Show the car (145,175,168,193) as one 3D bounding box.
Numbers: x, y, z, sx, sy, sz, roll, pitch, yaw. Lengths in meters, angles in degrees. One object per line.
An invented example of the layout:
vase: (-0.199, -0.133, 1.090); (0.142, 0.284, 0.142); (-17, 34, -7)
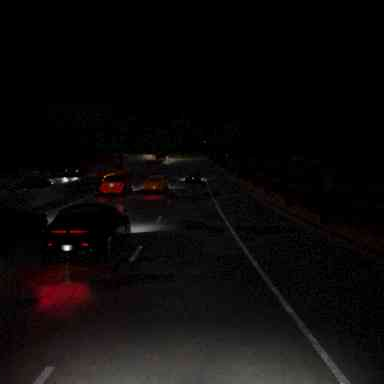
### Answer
car: (-3.391, -0.873, 32.273); (1.882, 1.535, 5.008); (0, 7, 0)

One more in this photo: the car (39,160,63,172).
car: (-20.908, -3.728, 49.931); (2.150, 2.045, 5.566); (0, 7, 0)

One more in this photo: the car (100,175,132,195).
car: (-6.895, -0.794, 30.651); (2.097, 1.767, 4.553); (0, 7, 0)

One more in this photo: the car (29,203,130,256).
car: (-3.399, 1.129, 11.449); (1.837, 1.490, 4.892); (0, 3, 0)

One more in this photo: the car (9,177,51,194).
car: (-14.088, -0.464, 29.126); (2.128, 1.511, 4.902); (0, 7, 0)

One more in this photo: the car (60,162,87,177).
car: (-17.410, -3.249, 49.898); (2.097, 1.767, 4.553); (0, 7, 0)

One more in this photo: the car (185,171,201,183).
car: (0.145, -1.899, 40.992); (1.994, 1.385, 4.181); (0, 7, 0)

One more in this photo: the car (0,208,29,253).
car: (-6.899, 1.209, 11.717); (1.895, 1.301, 4.718); (0, 3, 0)
